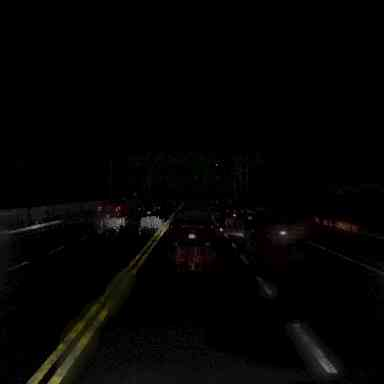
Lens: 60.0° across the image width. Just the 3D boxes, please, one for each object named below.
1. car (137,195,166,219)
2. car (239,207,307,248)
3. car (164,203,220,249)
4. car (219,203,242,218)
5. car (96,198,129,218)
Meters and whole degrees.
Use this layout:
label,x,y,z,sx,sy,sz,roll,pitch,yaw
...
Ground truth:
label,x,y,z,sx,sy,sz,roll,pitch,yaw
car,-3.500,1.325,29.750,2.150,2.045,5.566,0,0,0
car,3.500,1.571,14.650,1.994,1.385,4.181,0,0,0
car,0.000,1.483,14.650,1.882,1.535,5.008,0,0,0
car,3.500,1.615,29.680,1.895,1.301,4.718,0,0,0
car,-7.000,1.402,29.810,2.097,1.767,4.553,0,0,0
